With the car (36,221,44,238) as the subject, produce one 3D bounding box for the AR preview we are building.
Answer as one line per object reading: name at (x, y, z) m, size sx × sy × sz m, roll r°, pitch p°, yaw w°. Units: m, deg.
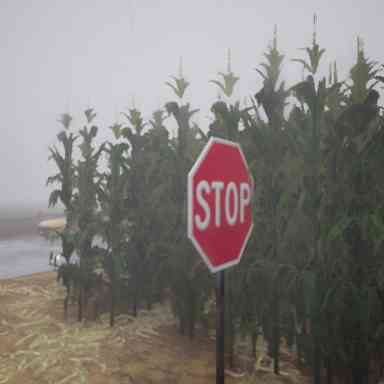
car at (-5.512, 1.613, 17.327) m, size 1.882 × 1.535 × 5.008 m, roll 0°, pitch 0°, yaw 34°
